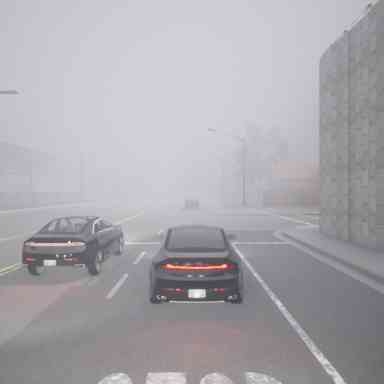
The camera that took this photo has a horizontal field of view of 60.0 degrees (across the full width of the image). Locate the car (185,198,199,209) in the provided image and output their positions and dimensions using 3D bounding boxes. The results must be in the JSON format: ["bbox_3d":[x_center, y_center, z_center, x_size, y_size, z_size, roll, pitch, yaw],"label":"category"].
[{"bbox_3d":[-0.004,1.491,44.158,2.128,1.511,4.902,0,0,0],"label":"car"}]

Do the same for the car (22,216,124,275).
[{"bbox_3d":[-3.424,1.491,10.431,2.128,1.511,4.902,0,0,0],"label":"car"}]

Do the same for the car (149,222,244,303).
[{"bbox_3d":[0.082,1.505,8.161,1.837,1.490,4.892,0,0,0],"label":"car"}]
